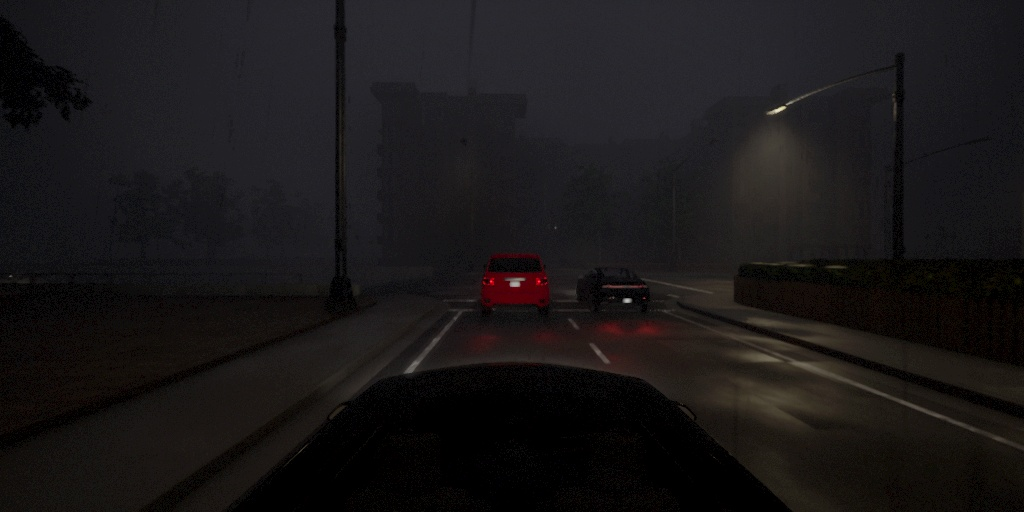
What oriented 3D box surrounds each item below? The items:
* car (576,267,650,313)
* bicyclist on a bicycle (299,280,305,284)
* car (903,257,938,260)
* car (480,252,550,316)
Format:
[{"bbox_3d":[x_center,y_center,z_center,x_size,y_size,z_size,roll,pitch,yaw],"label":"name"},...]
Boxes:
[{"bbox_3d":[3.646,1.160,13.585,2.128,1.511,4.902,0,0,1],"label":"car"},{"bbox_3d":[-20.153,3.075,34.472,0.582,1.620,1.656,-8,0,2],"label":"bicyclist on a bicycle"},{"bbox_3d":[29.994,0.929,26.743,4.553,1.767,2.097,0,0,1],"label":"car"},{"bbox_3d":[0.093,0.894,13.074,2.150,2.045,5.566,0,0,0],"label":"car"}]
